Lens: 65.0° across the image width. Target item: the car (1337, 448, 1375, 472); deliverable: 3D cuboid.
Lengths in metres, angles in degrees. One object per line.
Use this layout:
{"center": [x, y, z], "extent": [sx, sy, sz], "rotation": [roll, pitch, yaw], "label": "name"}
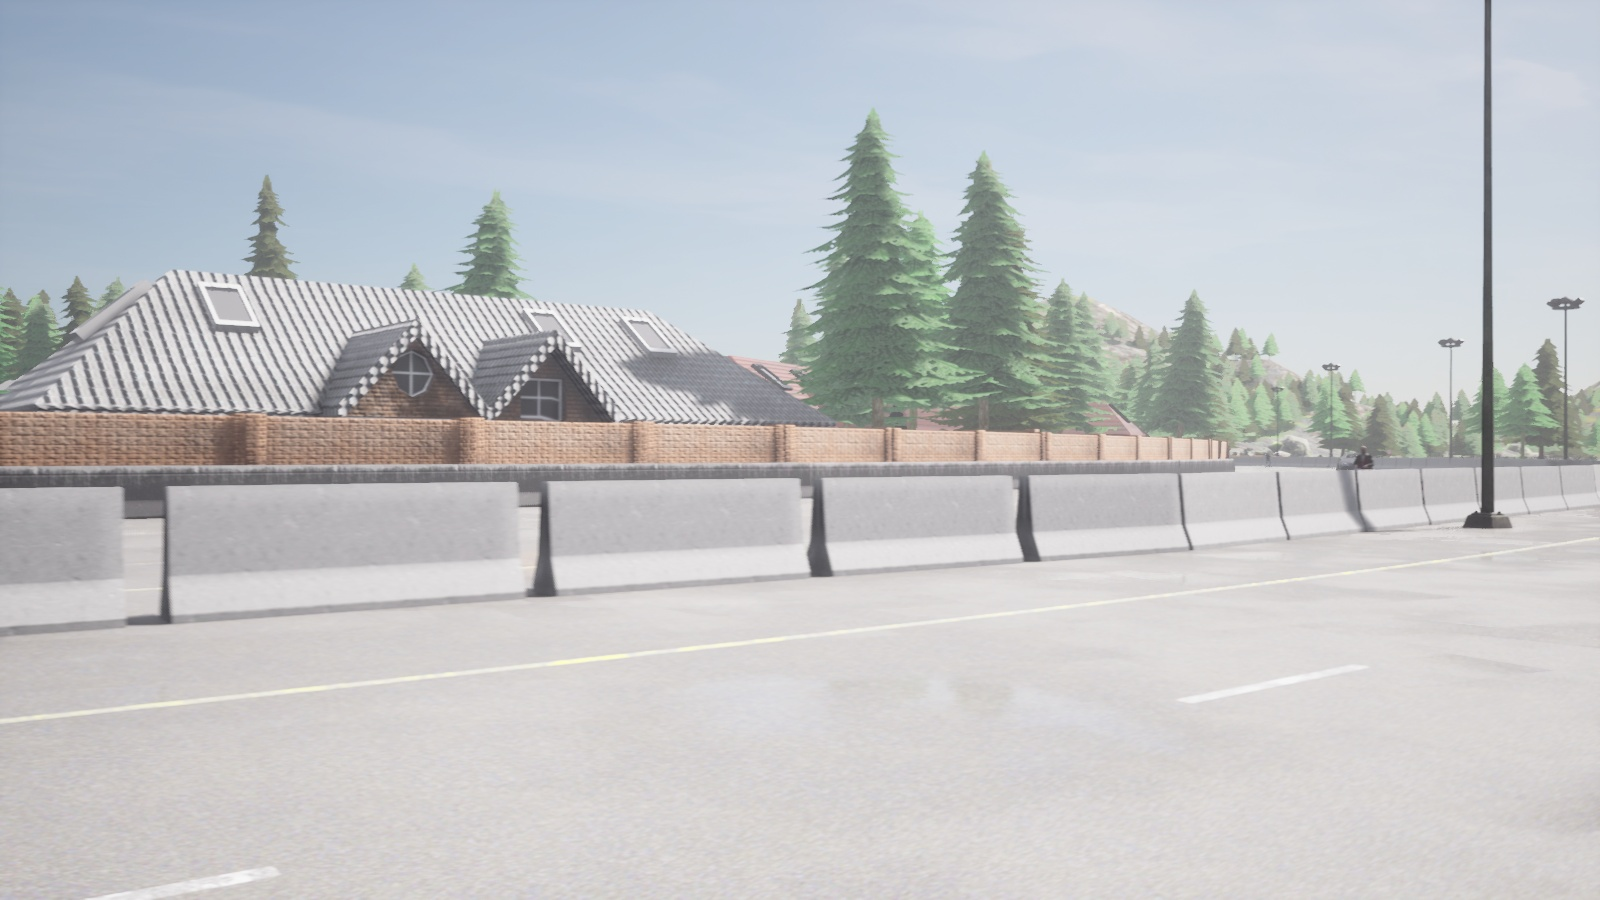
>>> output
{"center": [39.617, 0.678, 89.604], "extent": [2.152, 1.651, 5.027], "rotation": [0, 0, 20], "label": "car"}
